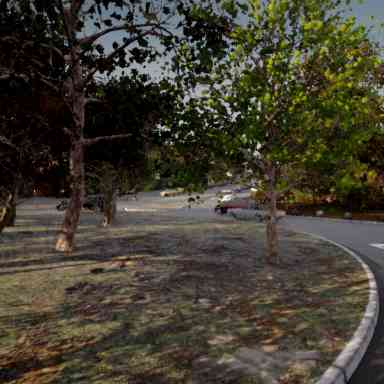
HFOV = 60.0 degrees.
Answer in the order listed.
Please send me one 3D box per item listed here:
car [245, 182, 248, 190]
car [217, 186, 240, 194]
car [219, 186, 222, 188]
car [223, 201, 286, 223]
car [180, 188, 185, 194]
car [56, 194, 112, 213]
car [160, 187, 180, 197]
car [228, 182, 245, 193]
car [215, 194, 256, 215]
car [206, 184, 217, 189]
[{"bbox_3d":[13.297,-1.210,84.405,1.994,1.385,4.181,0,3,20],"label":"car"},{"bbox_3d":[5.599,0.688,50.991,2.150,2.045,5.566,0,3,13],"label":"car"},{"bbox_3d":[6.087,0.210,64.031,1.837,1.490,4.892,0,3,19],"label":"car"},{"bbox_3d":[4.824,1.600,25.855,1.895,1.301,4.718,0,0,-34],"label":"car"},{"bbox_3d":[-3.032,-0.237,73.706,1.946,1.575,5.366,0,3,20],"label":"car"},{"bbox_3d":[-11.214,1.216,34.802,5.566,2.045,2.150,0,0,2],"label":"car"},{"bbox_3d":[-4.915,0.097,68.524,1.946,1.575,5.366,0,3,20],"label":"car"},{"bbox_3d":[9.831,-0.642,74.942,2.097,1.767,4.553,0,3,20],"label":"car"},{"bbox_3d":[4.299,1.351,31.470,2.097,1.767,4.553,0,0,-42],"label":"car"},{"bbox_3d":[4.556,-1.544,94.719,2.163,1.488,4.792,0,3,20],"label":"car"}]
